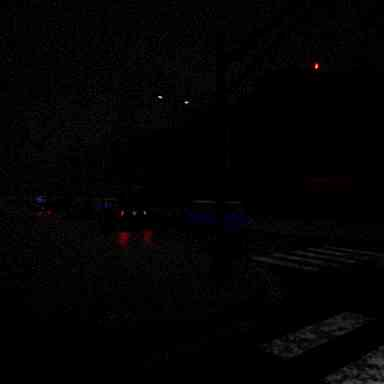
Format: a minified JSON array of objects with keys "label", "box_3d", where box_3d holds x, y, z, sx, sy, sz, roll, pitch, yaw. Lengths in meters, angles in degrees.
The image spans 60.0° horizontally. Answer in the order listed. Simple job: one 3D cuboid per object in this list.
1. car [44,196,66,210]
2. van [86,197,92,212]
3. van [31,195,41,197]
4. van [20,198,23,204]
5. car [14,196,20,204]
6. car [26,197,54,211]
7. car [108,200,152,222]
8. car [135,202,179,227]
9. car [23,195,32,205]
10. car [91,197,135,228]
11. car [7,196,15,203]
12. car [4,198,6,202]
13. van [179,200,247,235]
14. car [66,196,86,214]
[{"label":"car","box_3d":[-18.024,1.448,45.213,2.192,1.841,5.009,0,0,-36]},{"label":"van","box_3d":[-8.391,1.421,31.908,1.690,1.788,3.998,0,0,-36]},{"label":"van","box_3d":[-24.445,1.509,54.083,1.690,1.788,3.998,0,0,-36]},{"label":"van","box_3d":[-30.867,1.545,62.953,1.690,1.788,3.998,0,0,-36]},{"label":"car","box_3d":[-34.177,1.747,67.526,1.752,1.417,4.829,0,0,-36]},{"label":"car","box_3d":[-20.031,1.731,43.605,1.895,1.301,4.718,0,0,-36]},{"label":"car","box_3d":[-5.180,1.503,27.473,1.967,1.590,4.097,0,0,-36]},{"label":"car","box_3d":[-1.969,1.487,23.038,1.967,1.590,4.097,0,0,-36]},{"label":"car","box_3d":[-27.656,1.501,58.518,2.192,1.841,5.009,0,0,-36]},{"label":"car","box_3d":[-4.912,1.401,22.798,2.097,1.767,4.553,0,0,-36]},{"label":"car","box_3d":[-40.500,1.697,76.259,1.967,1.590,4.097,0,0,-36]},{"label":"car","box_3d":[-43.810,1.800,80.832,1.752,1.417,4.829,0,0,-36]},{"label":"van","box_3d":[1.242,1.373,18.603,1.690,1.788,3.998,0,0,-36]},{"label":"car","box_3d":[-11.602,1.412,36.340,2.192,1.841,5.009,0,0,-36]}]
